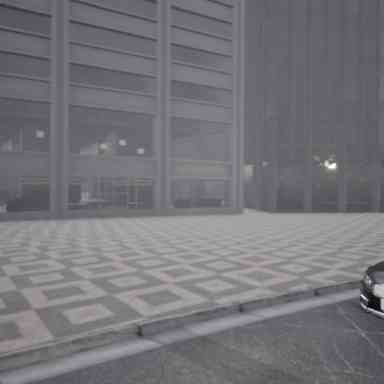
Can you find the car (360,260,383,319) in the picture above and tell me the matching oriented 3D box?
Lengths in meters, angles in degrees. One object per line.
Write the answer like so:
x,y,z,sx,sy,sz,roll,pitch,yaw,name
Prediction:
5.243,1.484,6.053,4.902,1.511,2.128,0,0,-25,car
